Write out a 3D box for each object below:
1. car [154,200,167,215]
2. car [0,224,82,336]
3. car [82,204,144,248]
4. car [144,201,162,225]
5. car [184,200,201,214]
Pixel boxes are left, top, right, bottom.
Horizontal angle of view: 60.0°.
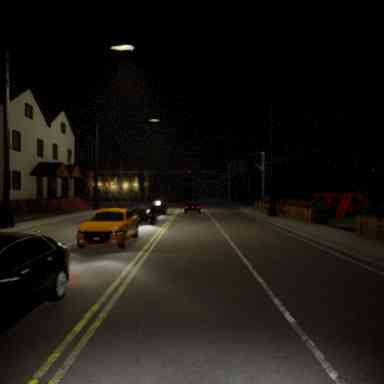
[{"bbox_3d":[-3.558,1.577,34.314,2.033,1.411,5.357,0,0,0],"label":"car"},{"bbox_3d":[-3.600,1.508,5.512,1.837,1.490,4.892,0,0,0],"label":"car"},{"bbox_3d":[-3.600,1.490,15.009,1.882,1.535,5.008,0,0,0],"label":"car"},{"bbox_3d":[-3.591,1.585,24.354,1.994,1.385,4.181,0,0,0],"label":"car"},{"bbox_3d":[0.060,1.580,36.553,2.033,1.411,5.357,0,0,0],"label":"car"}]
